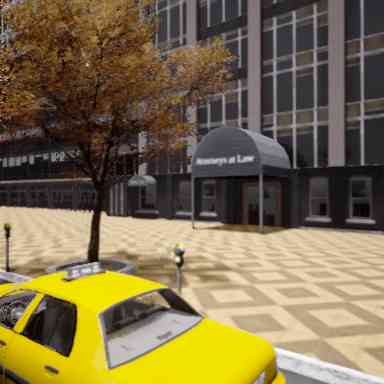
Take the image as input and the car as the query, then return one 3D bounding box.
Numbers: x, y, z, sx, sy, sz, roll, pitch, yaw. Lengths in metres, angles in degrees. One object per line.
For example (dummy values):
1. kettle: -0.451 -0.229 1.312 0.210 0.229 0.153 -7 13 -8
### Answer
1. car: -1.433 1.515 3.899 4.829 1.417 1.752 0 0 35
